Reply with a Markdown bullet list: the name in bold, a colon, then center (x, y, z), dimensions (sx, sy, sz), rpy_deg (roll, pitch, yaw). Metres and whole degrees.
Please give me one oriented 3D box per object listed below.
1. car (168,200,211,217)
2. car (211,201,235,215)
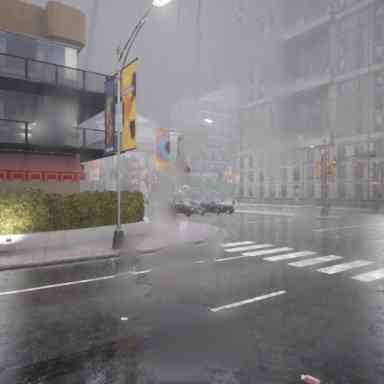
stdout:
- **car**: center (-0.598, 1.526, 32.112), dimensions (1.812, 1.442, 4.674), rpy_deg (0, 0, -35)
- **car**: center (2.251, 1.601, 34.143), dimensions (1.895, 1.301, 4.718), rpy_deg (0, 0, -35)
